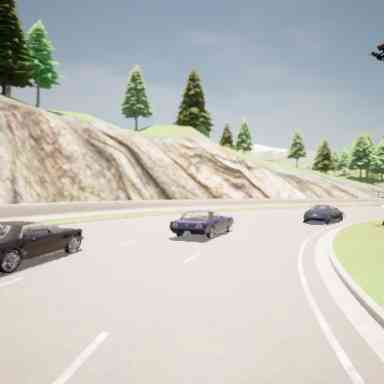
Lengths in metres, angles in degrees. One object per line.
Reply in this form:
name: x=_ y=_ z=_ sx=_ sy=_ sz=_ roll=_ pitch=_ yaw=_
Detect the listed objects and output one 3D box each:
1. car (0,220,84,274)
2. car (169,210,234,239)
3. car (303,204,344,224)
car: x=-5.370 y=1.538 z=10.399 sx=1.895 sy=1.301 sz=4.718 roll=1 pitch=0 yaw=13
car: x=0.690 y=1.595 z=17.354 sx=1.895 sy=1.301 sz=4.718 roll=1 pitch=0 yaw=24
car: x=10.171 y=1.650 z=25.599 sx=1.994 sy=1.385 sz=4.181 roll=1 pitch=0 yaw=40
